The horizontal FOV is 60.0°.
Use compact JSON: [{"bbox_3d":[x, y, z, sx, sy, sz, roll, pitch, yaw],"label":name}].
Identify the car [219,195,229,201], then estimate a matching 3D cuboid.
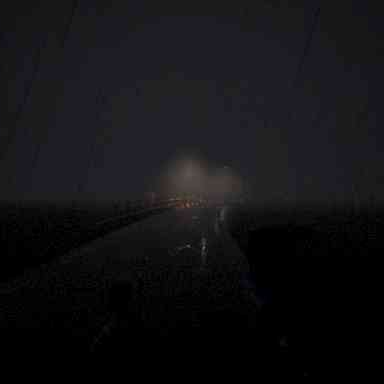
[{"bbox_3d":[8.358,1.596,85.912,2.033,1.411,5.357,0,0,14],"label":"car"}]
